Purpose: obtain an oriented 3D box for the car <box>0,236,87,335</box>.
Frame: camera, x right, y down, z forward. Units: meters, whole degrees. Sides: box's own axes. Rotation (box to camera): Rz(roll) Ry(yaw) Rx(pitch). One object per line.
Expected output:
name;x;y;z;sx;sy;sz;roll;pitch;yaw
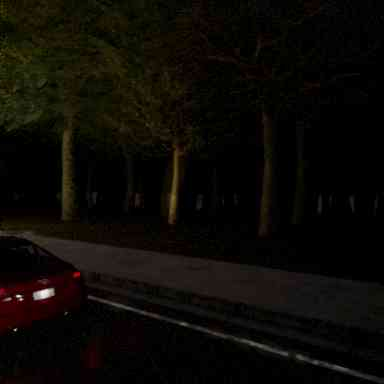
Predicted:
car;-3.941;1.563;6.366;4.181;1.385;1.994;0;0;35
